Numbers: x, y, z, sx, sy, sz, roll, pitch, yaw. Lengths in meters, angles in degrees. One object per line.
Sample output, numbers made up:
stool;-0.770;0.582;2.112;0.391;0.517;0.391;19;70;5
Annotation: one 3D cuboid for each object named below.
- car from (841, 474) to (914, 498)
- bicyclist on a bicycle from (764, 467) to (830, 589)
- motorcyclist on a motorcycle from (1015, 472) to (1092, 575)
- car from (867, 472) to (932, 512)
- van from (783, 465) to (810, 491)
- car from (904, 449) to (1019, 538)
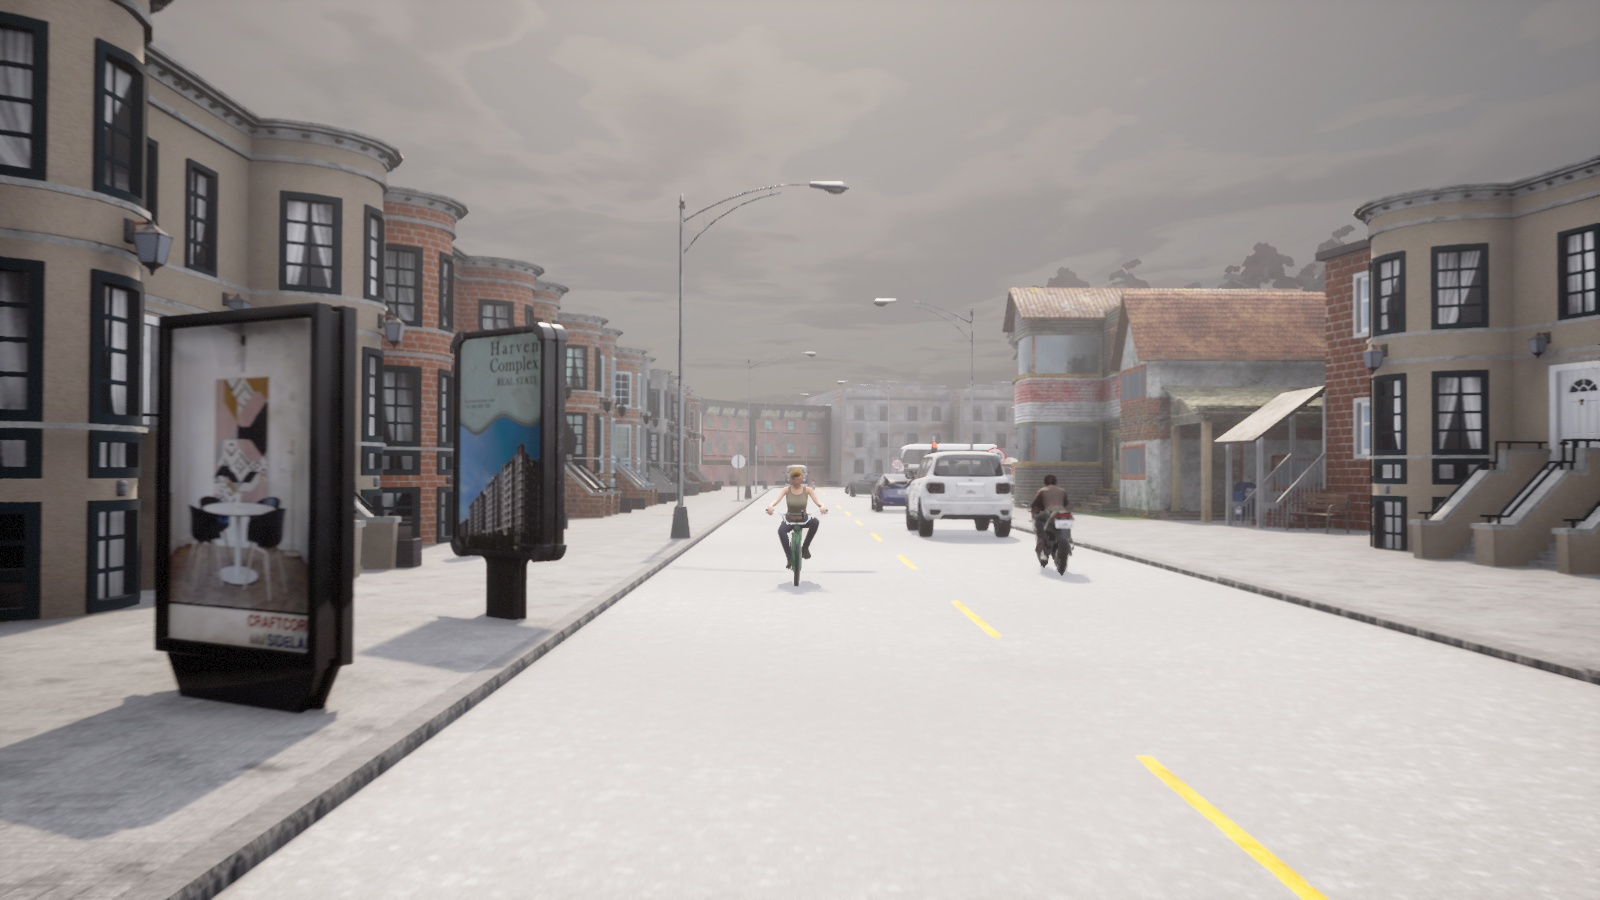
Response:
car;4.648;2.124;75.531;1.994;1.385;4.181;0;-1;-42
bicyclist on a bicycle;-0.036;1.042;17.346;0.866;1.612;1.509;0;-1;0
motorcyclist on a motorcycle;3.954;1.112;19.751;0.797;1.523;2.044;0;-1;0
car;3.880;1.631;49.712;2.163;1.488;4.792;0;-1;0
van;-0.263;2.182;98.152;2.069;2.038;4.480;0;-1;0
car;3.925;1.047;31.585;2.150;2.045;5.566;0;-1;0
